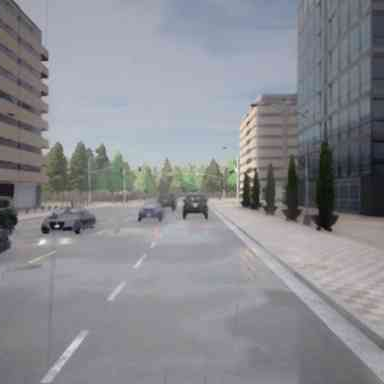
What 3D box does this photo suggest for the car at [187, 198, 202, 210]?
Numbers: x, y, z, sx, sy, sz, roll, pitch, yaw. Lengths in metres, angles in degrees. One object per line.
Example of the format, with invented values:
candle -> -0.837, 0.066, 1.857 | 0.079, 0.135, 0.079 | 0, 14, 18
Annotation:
car -> 0.388, 1.538, 43.656 | 1.837, 1.490, 4.892 | 0, 0, 1

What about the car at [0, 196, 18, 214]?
car -> -10.482, 1.224, 15.731 | 2.150, 2.045, 5.566 | 0, 0, 1

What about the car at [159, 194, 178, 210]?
car -> -3.131, 1.250, 42.802 | 2.150, 2.045, 5.566 | 0, 0, 2

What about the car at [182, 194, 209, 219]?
car -> 0.304, 1.238, 29.645 | 2.150, 2.045, 5.566 | 0, -1, 1

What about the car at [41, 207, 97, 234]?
car -> -6.949, 1.572, 19.137 | 1.994, 1.385, 4.181 | 0, 0, 1

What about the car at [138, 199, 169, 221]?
car -> -3.211, 1.543, 27.115 | 1.812, 1.442, 4.674 | 0, 0, 0

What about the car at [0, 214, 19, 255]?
car -> -7.041, 1.548, 8.929 | 2.033, 1.411, 5.357 | 0, 0, 1
